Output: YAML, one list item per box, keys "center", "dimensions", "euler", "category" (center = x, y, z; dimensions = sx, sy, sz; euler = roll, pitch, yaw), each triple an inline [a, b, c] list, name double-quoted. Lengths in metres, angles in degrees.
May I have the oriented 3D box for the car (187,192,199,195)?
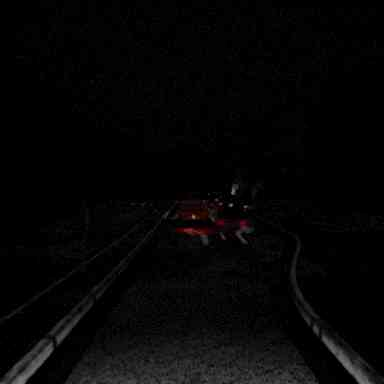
- center: [0.157, 0.756, 39.918]
  dimensions: [1.837, 1.490, 4.892]
  euler: [0, 2, 1]
  category: "car"

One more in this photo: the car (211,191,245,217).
- center: [2.974, 0.972, 27.164]
  dimensions: [2.097, 1.767, 4.553]
  euler: [0, 2, 0]
  category: "car"

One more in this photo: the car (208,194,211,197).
- center: [3.150, 0.649, 42.672]
  dimensions: [1.882, 1.535, 5.008]
  euler: [0, 2, 2]
  category: "car"

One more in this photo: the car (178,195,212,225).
- center: [0.099, 1.242, 22.218]
  dimensions: [1.882, 1.535, 5.008]
  euler: [0, 2, 0]
  category: "car"
